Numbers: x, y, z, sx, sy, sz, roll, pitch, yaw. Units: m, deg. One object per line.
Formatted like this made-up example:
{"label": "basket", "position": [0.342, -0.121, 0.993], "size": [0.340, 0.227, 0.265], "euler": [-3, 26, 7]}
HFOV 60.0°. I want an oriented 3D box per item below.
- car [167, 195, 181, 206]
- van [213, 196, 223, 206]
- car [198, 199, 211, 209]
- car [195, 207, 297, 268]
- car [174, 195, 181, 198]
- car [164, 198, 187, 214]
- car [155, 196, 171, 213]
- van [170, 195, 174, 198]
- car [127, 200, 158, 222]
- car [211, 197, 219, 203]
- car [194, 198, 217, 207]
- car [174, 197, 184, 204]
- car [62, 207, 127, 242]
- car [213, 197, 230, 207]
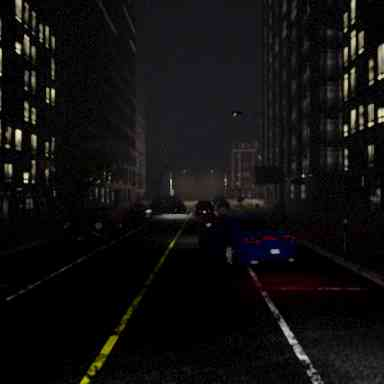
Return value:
{"label": "car", "position": [-3.199, 1.520, 60.763], "size": [2.192, 1.841, 5.009], "euler": [0, 0, 2]}
{"label": "van", "position": [4.677, 1.548, 60.486], "size": [1.690, 1.788, 3.998], "euler": [0, 0, 2]}
{"label": "car", "position": [1.852, 1.771, 50.314], "size": [1.895, 1.301, 4.718], "euler": [0, 0, 2]}
{"label": "car", "position": [1.685, 1.516, 11.681], "size": [1.882, 1.535, 5.008], "euler": [0, 0, -15]}
{"label": "car", "position": [-3.395, 1.500, 55.208], "size": [2.192, 1.841, 5.009], "euler": [0, 0, 2]}
{"label": "car", "position": [-1.586, 1.684, 36.368], "size": [1.994, 1.385, 4.181], "euler": [0, 0, 2]}
{"label": "car", "position": [-3.981, 1.567, 38.542], "size": [1.967, 1.590, 4.097], "euler": [0, 0, 2]}
{"label": "van", "position": [-3.786, 1.487, 44.097], "size": [1.690, 1.788, 3.998], "euler": [0, 0, 2]}
{"label": "car", "position": [-4.372, 1.640, 27.431], "size": [2.008, 1.369, 4.403], "euler": [0, 0, 2]}
{"label": "car", "position": [5.270, 1.793, 77.321], "size": [1.752, 1.417, 4.829], "euler": [0, 0, 2]}
{"label": "car", "position": [1.255, 1.617, 33.495], "size": [1.837, 1.490, 4.892], "euler": [0, 0, 2]}
{"label": "car", "position": [-2.808, 1.826, 71.872], "size": [1.802, 1.307, 4.206], "euler": [0, 0, 2]}
{"label": "car", "position": [-4.764, 1.492, 16.321], "size": [1.967, 1.590, 4.097], "euler": [0, 0, 2]}
{"label": "car", "position": [4.090, 1.699, 43.819], "size": [2.008, 1.369, 4.403], "euler": [0, 0, 2]}
